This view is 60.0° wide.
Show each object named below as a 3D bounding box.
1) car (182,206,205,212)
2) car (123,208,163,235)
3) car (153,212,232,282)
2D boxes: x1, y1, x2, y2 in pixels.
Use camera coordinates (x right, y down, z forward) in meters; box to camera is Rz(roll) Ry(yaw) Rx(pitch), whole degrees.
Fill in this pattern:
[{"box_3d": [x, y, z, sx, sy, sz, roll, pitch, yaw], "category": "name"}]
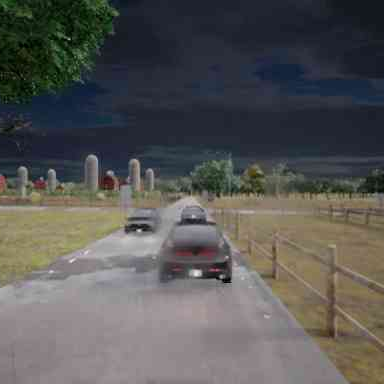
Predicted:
[{"box_3d": [0.109, 1.795, 26.675, 1.994, 1.385, 4.181, 0, 0, 0], "category": "car"}, {"box_3d": [-2.833, 1.729, 20.511, 2.033, 1.411, 5.357, 0, 0, 0], "category": "car"}, {"box_3d": [0.093, 1.599, 9.992, 1.837, 1.490, 4.892, 0, 0, 0], "category": "car"}]
